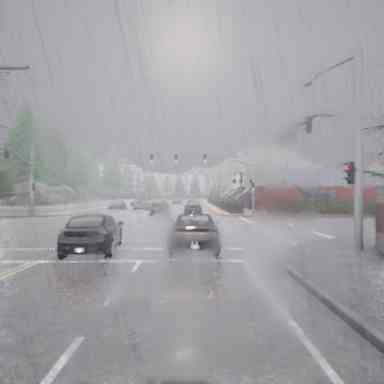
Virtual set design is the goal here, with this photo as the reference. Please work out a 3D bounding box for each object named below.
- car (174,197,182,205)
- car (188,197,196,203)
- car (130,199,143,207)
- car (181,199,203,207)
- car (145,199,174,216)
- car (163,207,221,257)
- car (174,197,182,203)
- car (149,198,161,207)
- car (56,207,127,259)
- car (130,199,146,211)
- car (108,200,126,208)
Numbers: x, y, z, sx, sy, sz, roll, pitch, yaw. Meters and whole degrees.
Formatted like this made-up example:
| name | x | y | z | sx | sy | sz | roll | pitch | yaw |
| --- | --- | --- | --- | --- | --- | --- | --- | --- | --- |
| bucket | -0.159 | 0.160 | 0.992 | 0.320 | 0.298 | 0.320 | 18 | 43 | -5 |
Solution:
| name | x | y | z | sx | sy | sz | roll | pitch | yaw |
| --- | --- | --- | --- | --- | --- | --- | --- | --- | --- |
| car | -3.494 | 2.128 | 73.995 | 2.033 | 1.411 | 5.357 | 0 | 0 | 0 |
| car | 0.007 | 2.087 | 83.503 | 2.033 | 1.411 | 5.357 | 0 | 0 | 0 |
| car | -10.516 | 2.031 | 63.408 | 1.812 | 1.442 | 4.674 | 0 | 0 | 1 |
| car | 0.103 | 1.795 | 36.168 | 1.837 | 1.490 | 4.892 | 0 | 0 | 0 |
| car | -3.397 | 1.780 | 36.013 | 2.128 | 1.511 | 4.902 | 0 | 0 | 0 |
| car | 0.100 | 1.595 | 13.384 | 2.128 | 1.511 | 4.902 | 0 | 0 | 0 |
| car | -3.493 | 2.071 | 83.504 | 1.812 | 1.442 | 4.674 | 0 | 0 | 0 |
| car | -7.016 | 1.984 | 63.497 | 1.882 | 1.535 | 5.008 | 0 | 0 | 0 |
| car | -3.878 | 1.603 | 13.154 | 1.837 | 1.490 | 4.892 | 0 | 1 | -6 |
| car | -7.080 | 1.974 | 46.827 | 1.895 | 1.301 | 4.718 | 0 | 0 | 0 |
| car | -10.577 | 1.903 | 47.316 | 1.812 | 1.442 | 4.674 | 0 | 0 | 0 |
